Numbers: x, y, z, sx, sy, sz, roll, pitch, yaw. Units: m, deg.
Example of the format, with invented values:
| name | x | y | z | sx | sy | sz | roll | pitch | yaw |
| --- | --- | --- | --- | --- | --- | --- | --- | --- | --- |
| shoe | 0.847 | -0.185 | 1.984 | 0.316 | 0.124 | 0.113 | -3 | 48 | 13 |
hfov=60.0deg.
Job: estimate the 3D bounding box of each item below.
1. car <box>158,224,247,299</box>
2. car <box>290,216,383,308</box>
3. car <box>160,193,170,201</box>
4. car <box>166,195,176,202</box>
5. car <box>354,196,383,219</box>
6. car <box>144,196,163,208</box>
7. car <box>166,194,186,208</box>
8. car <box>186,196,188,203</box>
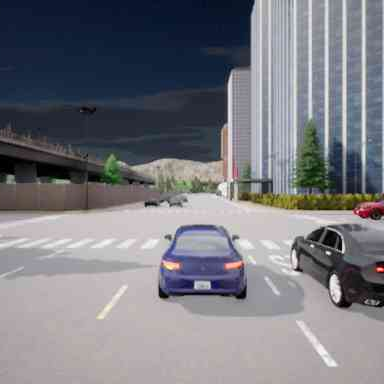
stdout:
| name | x | y | z | sx | sy | sz | roll | pitch | yaw |
| --- | --- | --- | --- | --- | --- | --- | --- | --- | --- |
| car | 0.248 | 1.526 | 8.328 | 1.812 | 1.442 | 4.674 | 0 | 0 | 1 |
| car | 3.745 | 1.506 | 7.881 | 1.837 | 1.490 | 4.892 | 0 | 0 | 2 |
| car | -5.337 | 1.228 | 67.929 | 2.150 | 2.045 | 5.566 | 0 | 0 | 2 |
| car | -5.035 | 1.552 | 79.876 | 1.994 | 1.385 | 4.181 | 0 | 0 | 1 |
| car | 16.559 | 1.275 | 27.649 | 5.566 | 2.045 | 2.150 | -1 | 0 | 2 |
| car | -5.883 | 1.605 | 49.356 | 1.895 | 1.301 | 4.718 | 0 | 0 | 2 |
| car | -2.376 | 1.509 | 49.514 | 1.837 | 1.490 | 4.892 | 0 | 0 | 2 |
| car | -1.824 | 1.512 | 68.526 | 1.837 | 1.490 | 4.892 | 0 | 0 | 2 |
